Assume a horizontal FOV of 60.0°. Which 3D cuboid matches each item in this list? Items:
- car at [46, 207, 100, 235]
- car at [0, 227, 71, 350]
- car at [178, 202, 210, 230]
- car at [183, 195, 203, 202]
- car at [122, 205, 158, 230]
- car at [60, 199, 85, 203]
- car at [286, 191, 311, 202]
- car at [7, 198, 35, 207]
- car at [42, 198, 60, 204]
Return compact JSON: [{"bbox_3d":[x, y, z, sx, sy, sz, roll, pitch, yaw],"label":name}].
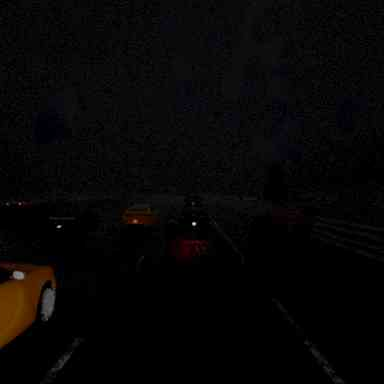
[{"bbox_3d":[-6.872,1.602,19.639,2.128,1.511,4.902,0,0,0],"label":"car"},{"bbox_3d":[-3.394,1.502,4.065,1.882,1.535,5.008,0,0,0],"label":"car"},{"bbox_3d":[0.131,1.626,22.010,1.837,1.490,4.892,0,0,0],"label":"car"},{"bbox_3d":[0.149,1.431,40.364,2.150,2.045,5.566,0,0,0],"label":"car"},{"bbox_3d":[-3.369,1.600,22.244,1.882,1.535,5.008,0,0,0],"label":"car"},{"bbox_3d":[-17.508,1.750,50.336,2.128,1.511,4.902,0,0,0],"label":"car"},{"bbox_3d":[19.781,0.990,61.845,2.150,2.045,5.566,0,-3,-16],"label":"car"},{"bbox_3d":[-24.508,1.601,47.852,2.097,1.767,4.553,0,0,0],"label":"car"},{"bbox_3d":[-21.006,1.764,50.336,1.837,1.490,4.892,0,0,0],"label":"car"}]
